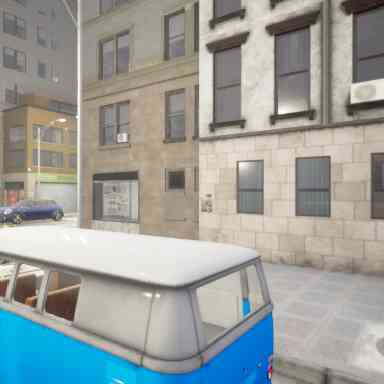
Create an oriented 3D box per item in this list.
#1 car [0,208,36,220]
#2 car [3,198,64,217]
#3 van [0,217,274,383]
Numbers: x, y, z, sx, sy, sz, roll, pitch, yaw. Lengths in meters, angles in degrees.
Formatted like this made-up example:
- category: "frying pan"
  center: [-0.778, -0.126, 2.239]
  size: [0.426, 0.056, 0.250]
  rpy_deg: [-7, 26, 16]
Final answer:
- category: "car"
  center: [-5.645, 1.315, 6.757]
  size: [5.009, 1.841, 2.192]
  rpy_deg: [0, 0, 35]
- category: "car"
  center: [-11.725, 1.286, 24.011]
  size: [2.097, 1.767, 4.553]
  rpy_deg: [0, 0, 35]
- category: "van"
  center: [-1.129, 1.341, 3.598]
  size: [3.998, 1.788, 1.690]
  rpy_deg: [0, 0, 35]
